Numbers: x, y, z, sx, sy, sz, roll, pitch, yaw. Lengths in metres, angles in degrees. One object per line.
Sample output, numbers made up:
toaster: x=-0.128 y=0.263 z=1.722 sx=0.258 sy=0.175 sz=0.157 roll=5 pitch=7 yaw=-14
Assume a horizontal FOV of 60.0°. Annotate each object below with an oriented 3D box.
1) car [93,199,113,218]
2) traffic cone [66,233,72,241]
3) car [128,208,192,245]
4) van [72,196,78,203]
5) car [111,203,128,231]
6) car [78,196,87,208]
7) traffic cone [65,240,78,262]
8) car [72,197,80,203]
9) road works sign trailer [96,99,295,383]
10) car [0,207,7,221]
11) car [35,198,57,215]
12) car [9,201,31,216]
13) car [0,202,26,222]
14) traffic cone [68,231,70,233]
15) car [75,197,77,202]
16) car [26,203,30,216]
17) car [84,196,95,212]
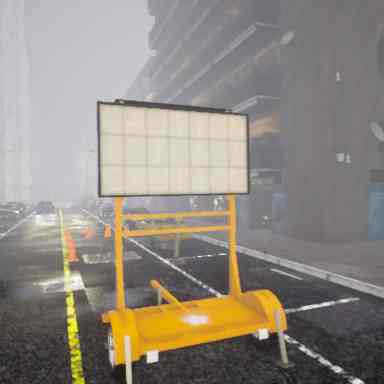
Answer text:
car: x=-7.779 y=1.667 z=31.134 sx=2.008 sy=1.369 sz=4.403 roll=-1 pitch=0 yaw=-22
traffic cone: x=-4.778 y=2.023 z=13.062 sx=0.340 sy=0.580 sz=0.340 roll=-1 pitch=0 yaw=-22
car: x=-1.519 y=1.542 z=15.570 sx=1.752 sy=1.417 sz=4.829 roll=-1 pitch=0 yaw=-22
van: x=-28.860 y=1.822 z=83.538 sx=1.690 sy=1.788 sz=3.998 roll=-1 pitch=0 yaw=-22
car: x=-3.563 y=1.614 z=20.653 sx=1.947 sy=1.339 sz=4.313 roll=-1 pitch=0 yaw=-22
car: x=-16.213 y=1.572 z=52.096 sx=2.192 sy=1.841 sz=5.009 roll=-1 pitch=0 yaw=-22
traffic cone: x=-4.032 y=2.011 z=11.207 sx=0.340 sy=0.580 sz=0.340 roll=-1 pitch=0 yaw=-22
car: x=-30.963 y=2.086 z=88.779 sx=1.947 sy=1.339 sz=4.313 roll=-1 pitch=0 yaw=-22
road works sign trailer: x=-0.260 y=0.462 z=5.188 sx=2.380 sy=3.560 sz=2.880 roll=-1 pitch=0 yaw=-22
car: x=-11.337 y=1.736 z=17.525 sx=1.947 sy=1.339 sz=4.313 roll=-1 pitch=0 yaw=-22
car: x=-16.925 y=1.770 z=38.461 sx=1.837 sy=1.490 sz=4.892 roll=-1 pitch=-1 yaw=-21
car: x=-19.705 y=1.832 z=38.329 sx=1.752 sy=1.417 sz=4.829 roll=-1 pitch=0 yaw=-22
car: x=-15.552 y=1.789 z=28.005 sx=2.008 sy=1.369 sz=4.403 roll=-1 pitch=0 yaw=-22
traffic cone: x=-5.524 y=2.034 z=14.918 sx=0.340 sy=0.580 sz=0.340 roll=-1 pitch=0 yaw=-22
car: x=-20.425 y=1.910 z=62.576 sx=1.802 sy=1.307 sz=4.206 roll=-1 pitch=0 yaw=-22
car: x=-17.663 y=1.713 z=33.247 sx=1.967 sy=1.590 sz=4.097 roll=-1 pitch=0 yaw=-22
car: x=-11.996 y=1.626 z=41.614 sx=1.967 sy=1.590 sz=4.097 roll=-1 pitch=0 yaw=-22
